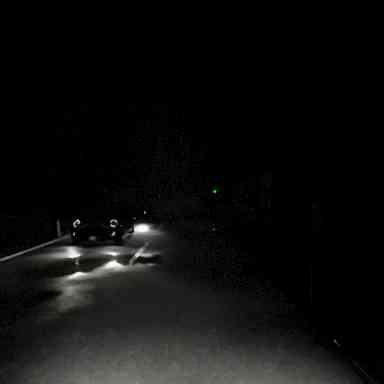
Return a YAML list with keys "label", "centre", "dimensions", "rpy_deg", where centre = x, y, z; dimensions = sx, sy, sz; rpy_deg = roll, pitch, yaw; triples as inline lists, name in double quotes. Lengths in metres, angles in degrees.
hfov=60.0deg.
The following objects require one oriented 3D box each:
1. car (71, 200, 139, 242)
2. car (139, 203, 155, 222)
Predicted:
- label: "car"
  centre: [-4.099, 1.316, 15.946]
  dimensions: [2.097, 1.767, 4.553]
  rpy_deg: [0, 0, 0]
- label: "car"
  centre: [-4.080, 1.542, 26.008]
  dimensions: [1.895, 1.301, 4.718]
  rpy_deg: [0, 0, 0]
